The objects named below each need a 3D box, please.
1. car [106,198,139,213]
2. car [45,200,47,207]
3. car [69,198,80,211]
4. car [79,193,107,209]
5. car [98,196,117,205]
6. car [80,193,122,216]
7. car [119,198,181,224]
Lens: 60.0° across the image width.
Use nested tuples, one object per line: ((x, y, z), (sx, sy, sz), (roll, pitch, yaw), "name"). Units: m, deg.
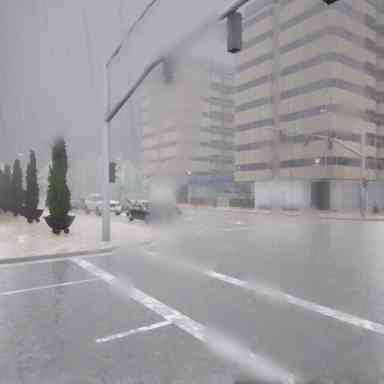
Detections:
((-7.859, 1.505, 37.431), (1.837, 1.490, 4.892), (0, 0, -35), "car")
((-20.475, 1.478, 49.455), (1.882, 1.535, 5.008), (0, 0, -34), "car")
((-14.506, 1.526, 40.826), (1.812, 1.442, 4.674), (0, 0, -35), "car")
((-13.759, 1.221, 45.914), (2.150, 2.045, 5.566), (0, 0, -34), "car")
((-15.465, 1.526, 60.874), (1.812, 1.442, 4.674), (0, 0, -35), "car")
((-8.894, 1.222, 32.798), (2.150, 2.045, 5.566), (0, 0, -35), "car")
((-3.241, 1.491, 24.710), (2.128, 1.511, 4.902), (0, 0, -35), "car")
